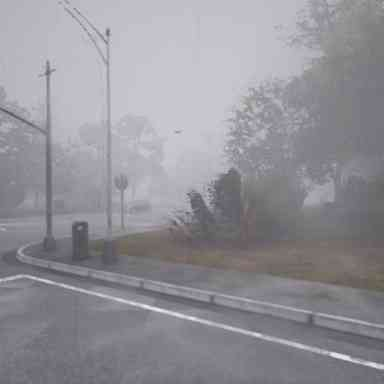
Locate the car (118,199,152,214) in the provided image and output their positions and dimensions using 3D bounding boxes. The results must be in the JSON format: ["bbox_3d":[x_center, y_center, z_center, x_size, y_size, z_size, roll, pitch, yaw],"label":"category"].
[{"bbox_3d":[-6.950,1.723,40.972,2.097,1.767,4.553,-1,-1,32],"label":"car"}]
